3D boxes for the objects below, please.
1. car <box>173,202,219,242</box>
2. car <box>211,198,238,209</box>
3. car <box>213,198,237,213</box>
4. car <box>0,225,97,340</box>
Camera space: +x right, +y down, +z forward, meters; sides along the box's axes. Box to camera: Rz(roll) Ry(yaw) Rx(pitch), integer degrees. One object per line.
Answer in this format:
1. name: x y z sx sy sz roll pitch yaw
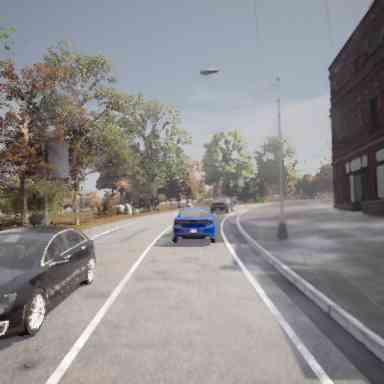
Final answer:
1. car: 0.164 1.463 16.277 1.882 1.535 5.008 0 0 2
2. car: 4.601 1.542 46.522 1.895 1.301 4.718 -3 -1 29
3. car: 3.240 1.389 34.442 1.837 1.490 4.892 -2 0 17
4. car: -3.359 1.511 6.748 1.837 1.490 4.892 0 0 0
